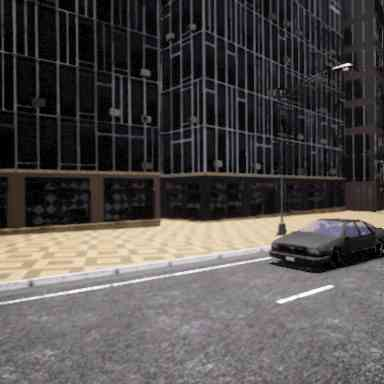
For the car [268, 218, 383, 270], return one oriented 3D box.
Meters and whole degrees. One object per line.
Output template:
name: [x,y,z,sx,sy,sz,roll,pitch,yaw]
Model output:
car: [5.034,1.641,11.667,5.357,1.411,2.033,1,0,-38]
